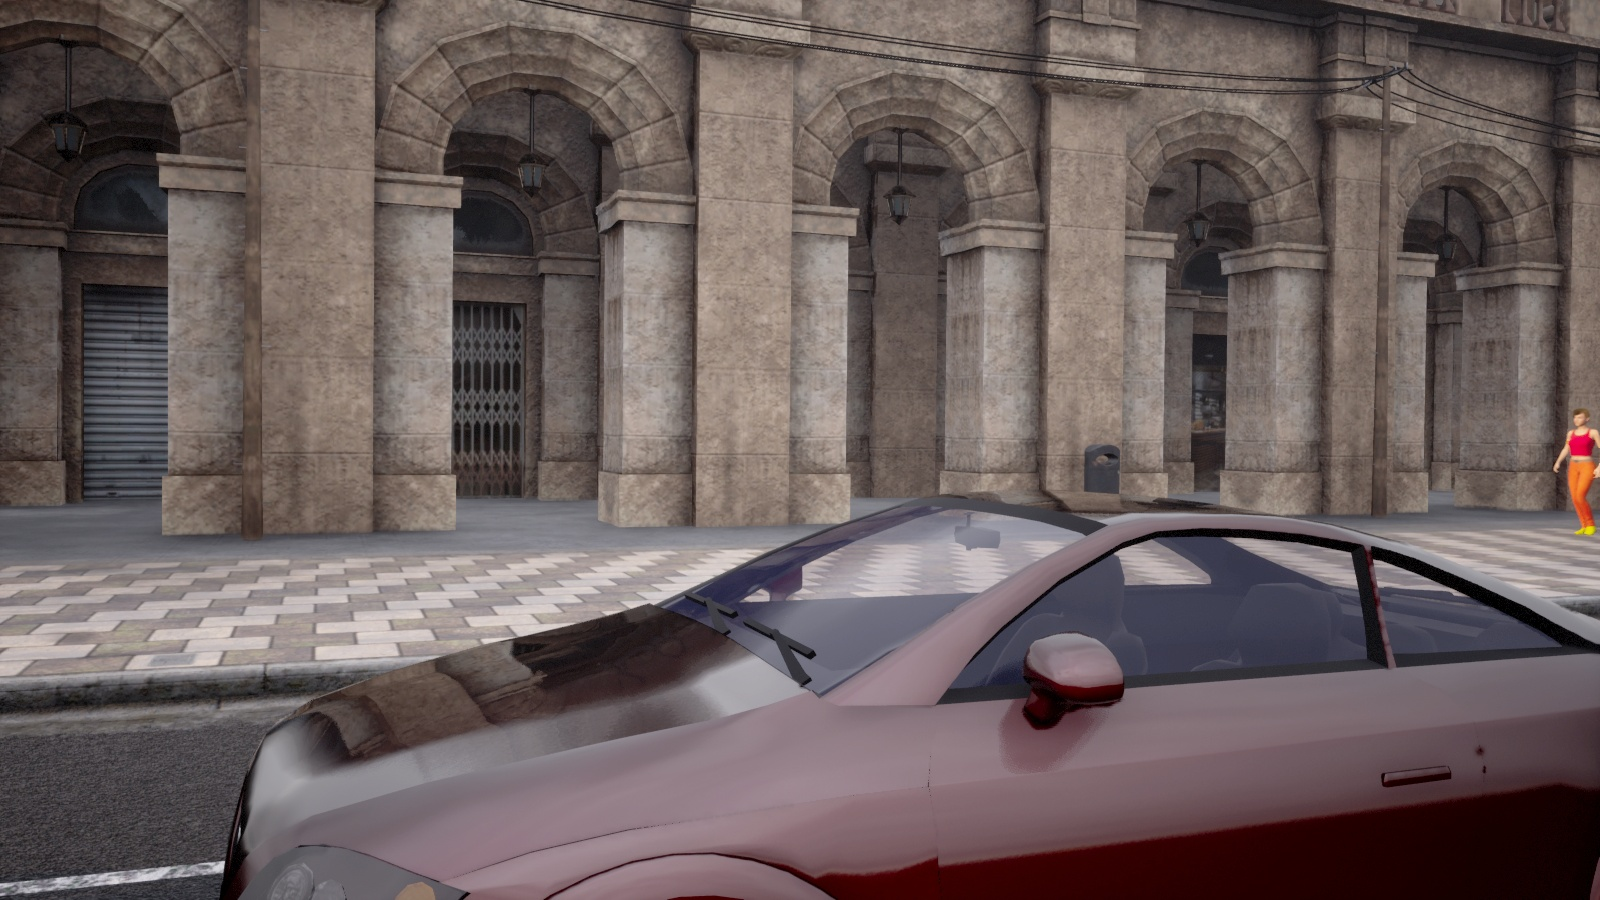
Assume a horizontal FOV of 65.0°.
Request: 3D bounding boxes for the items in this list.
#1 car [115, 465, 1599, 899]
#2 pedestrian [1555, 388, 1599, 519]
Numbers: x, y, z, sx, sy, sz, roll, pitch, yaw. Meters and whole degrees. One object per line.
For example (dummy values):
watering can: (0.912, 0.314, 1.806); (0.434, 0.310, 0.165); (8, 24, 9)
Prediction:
car: (0.623, 0.799, 3.482); (4.181, 1.385, 1.994); (-1, 1, -21)
pedestrian: (11.099, 0.045, 17.835); (0.594, 1.836, 0.345); (-1, 1, -21)
